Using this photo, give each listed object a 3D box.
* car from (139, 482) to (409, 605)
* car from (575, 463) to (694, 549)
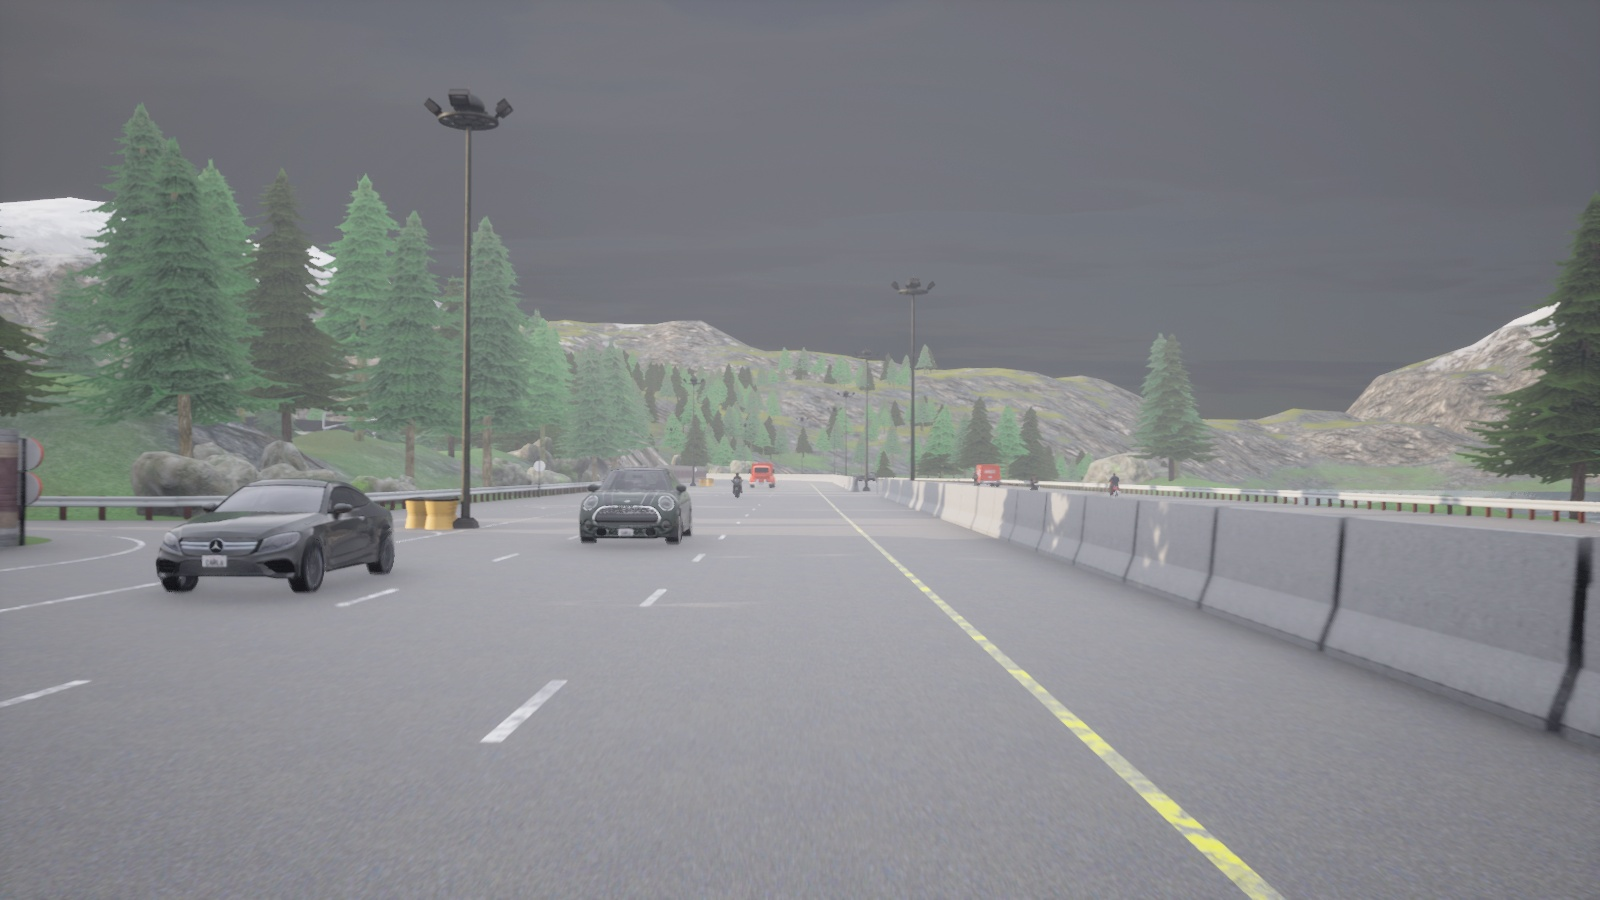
[{"bbox_3d":[-7.063,1.183,17.466,1.812,1.442,4.674,0,-1,0],"label":"car"},{"bbox_3d":[-3.603,1.192,28.159,2.097,1.767,4.553,0,-1,0],"label":"car"}]
